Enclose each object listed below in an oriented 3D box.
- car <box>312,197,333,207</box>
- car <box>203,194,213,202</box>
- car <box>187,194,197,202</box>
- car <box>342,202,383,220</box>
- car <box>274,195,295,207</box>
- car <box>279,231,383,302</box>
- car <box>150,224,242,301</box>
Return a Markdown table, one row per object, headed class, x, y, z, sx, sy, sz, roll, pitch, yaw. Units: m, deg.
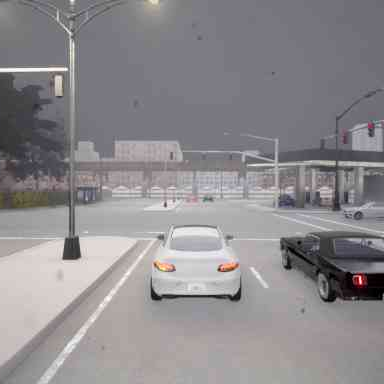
| class | x | y | z | sx | sy | sz | roll | pitch | yaw |
| --- | --- | --- | --- | --- | --- | --- | --- | --- | --- |
| car | 18.955 | 1.434 | 48.500 | 1.970 | 1.475 | 3.806 | 0 | 0 | 0 |
| car | 3.499 | 1.257 | 72.381 | 2.097 | 1.767 | 4.553 | 0 | 0 | 0 |
| car | -0.001 | 1.250 | 72.381 | 2.097 | 1.767 | 4.553 | 0 | 0 | 0 |
| car | 14.887 | 1.523 | 27.554 | 4.674 | 1.442 | 1.812 | 0 | 0 | -1 |
| car | 13.210 | 1.262 | 47.737 | 2.242 | 1.667 | 4.611 | 0 | 0 | 0 |
| car | 3.587 | 1.599 | 8.178 | 1.895 | 1.301 | 4.718 | 0 | 0 | 0 |
| car | 0.082 | 1.517 | 8.194 | 1.812 | 1.442 | 4.674 | 0 | 0 | 0 |
